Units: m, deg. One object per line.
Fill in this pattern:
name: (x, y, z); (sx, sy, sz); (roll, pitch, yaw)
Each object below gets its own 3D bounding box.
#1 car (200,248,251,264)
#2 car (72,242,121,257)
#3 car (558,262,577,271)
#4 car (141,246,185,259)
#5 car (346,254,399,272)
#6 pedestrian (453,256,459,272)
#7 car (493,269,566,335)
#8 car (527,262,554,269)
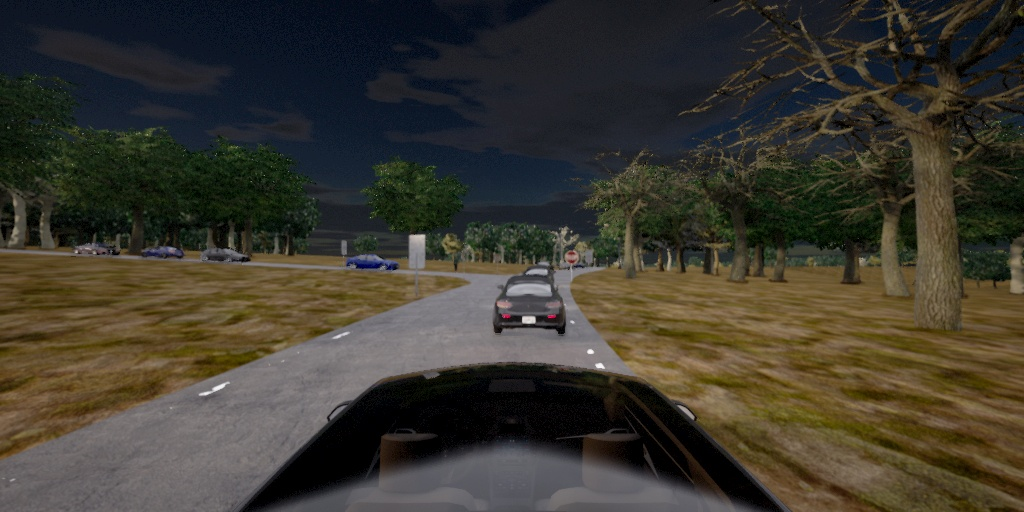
car: (-29.541, -0.029, 36.979); (4.892, 1.490, 1.837); (3, -1, 10)
car: (-46.299, -0.769, 40.055); (4.181, 1.385, 1.994); (2, -1, 10)
car: (9.127, 1.705, 60.417); (1.837, 1.490, 4.892); (0, -1, 20)
car: (-40.993, -0.439, 42.189); (4.674, 1.442, 1.812); (2, -1, 11)
car: (-13.196, 0.636, 34.058); (5.008, 1.535, 1.882); (2, -1, 10)
pedestrian: (-6.149, 0.845, 39.260); (0.375, 1.860, 0.375); (0, -4, 10)
car: (0.516, 1.274, 10.419); (1.812, 1.442, 4.674); (0, 0, 3)
car: (1.497, 1.278, 20.336); (1.812, 1.442, 4.674); (0, 0, 7)
